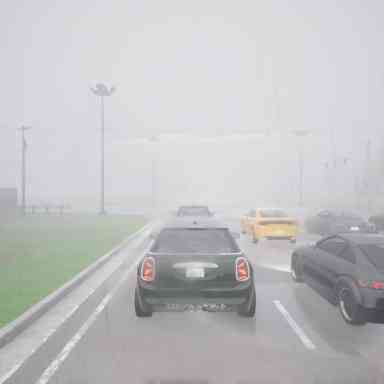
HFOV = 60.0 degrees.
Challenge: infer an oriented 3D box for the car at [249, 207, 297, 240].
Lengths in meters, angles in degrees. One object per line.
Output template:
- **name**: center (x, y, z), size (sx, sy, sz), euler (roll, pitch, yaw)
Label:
- **car**: center (3.586, 1.478, 16.036), size (1.882, 1.535, 5.008), euler (0, 0, 0)

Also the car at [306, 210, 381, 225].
- **car**: center (7.085, 1.564, 16.460), size (1.994, 1.385, 4.181), euler (0, 0, 0)

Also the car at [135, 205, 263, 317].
- **car**: center (0.064, 1.352, 7.606), size (2.097, 1.767, 4.553), euler (0, 0, 0)

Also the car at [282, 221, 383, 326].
- **car**: center (3.565, 1.564, 7.075), size (1.994, 1.385, 4.181), euler (0, 0, 0)

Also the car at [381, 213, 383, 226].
- **car**: center (10.586, 1.492, 16.411), size (2.128, 1.511, 4.902), euler (0, 0, 0)
